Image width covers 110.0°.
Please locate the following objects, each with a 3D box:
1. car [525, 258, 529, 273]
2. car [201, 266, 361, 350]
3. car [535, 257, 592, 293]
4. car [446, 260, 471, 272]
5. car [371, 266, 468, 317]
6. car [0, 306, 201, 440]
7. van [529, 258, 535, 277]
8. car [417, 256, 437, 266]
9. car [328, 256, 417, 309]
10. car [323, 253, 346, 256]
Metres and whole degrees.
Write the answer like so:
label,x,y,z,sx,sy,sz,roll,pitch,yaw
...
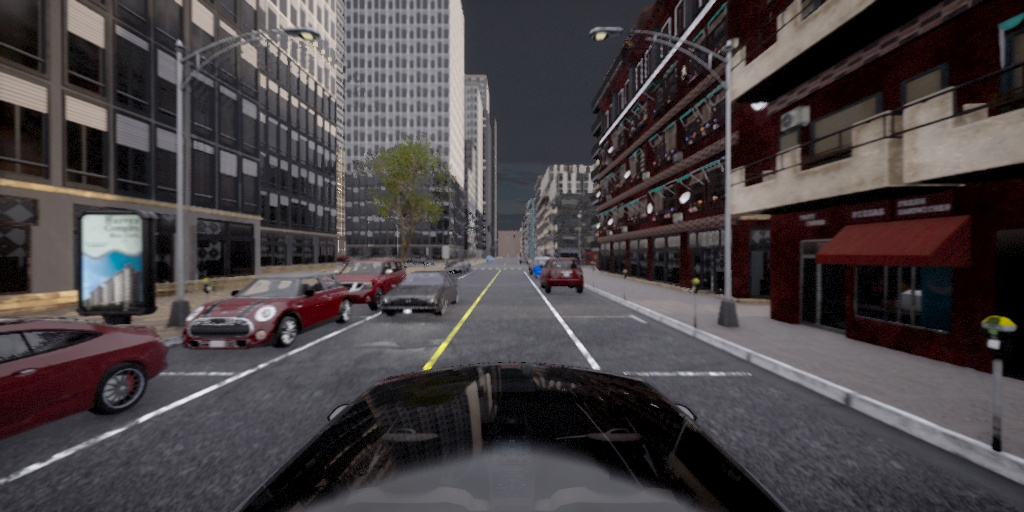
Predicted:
label,x,y,z,sx,sy,sz,roll,pitch,yaw
car,2.678,1.075,36.678,1.967,1.591,4.097,0,0,0
car,-5.693,1.165,8.920,1.967,1.591,4.097,0,0,0
car,2.684,1.003,20.025,2.192,1.841,5.009,0,0,0
car,-5.702,1.200,36.674,1.948,1.339,4.313,0,0,0
car,-3.103,1.257,13.324,2.033,1.411,5.357,0,0,0
car,-5.691,1.326,3.369,1.802,1.307,4.207,0,0,0
van,2.680,0.993,31.128,1.690,1.789,3.998,0,0,0
car,-14.857,0.830,59.313,4.892,1.490,1.837,4,0,-1
car,-5.694,1.021,14.471,2.192,1.841,5.009,0,0,0
car,-27.405,0.412,56.480,5.009,1.841,2.192,0,0,-1
